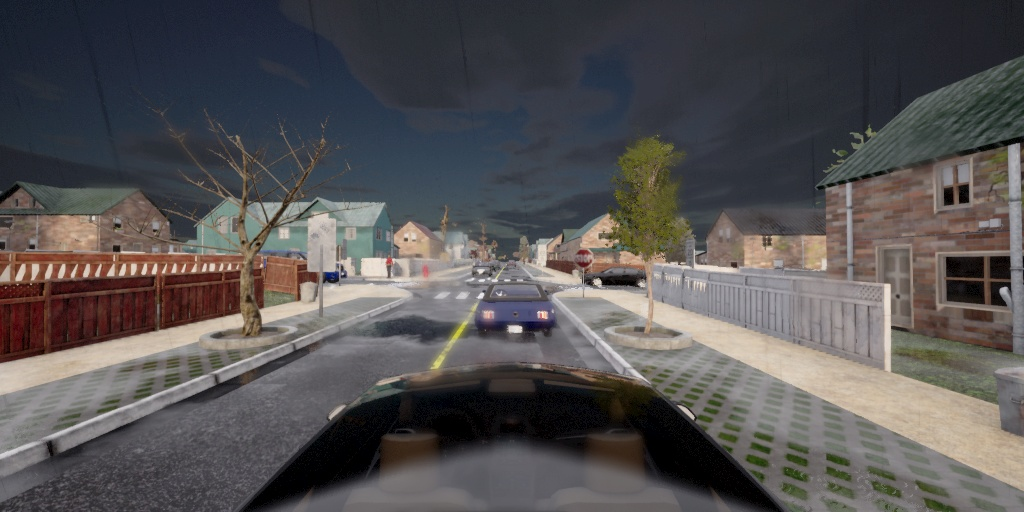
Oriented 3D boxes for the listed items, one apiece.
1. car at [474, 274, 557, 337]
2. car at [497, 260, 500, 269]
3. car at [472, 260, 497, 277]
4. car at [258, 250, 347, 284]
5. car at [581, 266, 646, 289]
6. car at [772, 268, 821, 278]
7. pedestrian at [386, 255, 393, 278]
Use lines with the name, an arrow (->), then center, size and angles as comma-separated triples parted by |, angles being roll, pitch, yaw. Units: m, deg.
car -> 0.081, 1.355, 10.239 | 1.895, 1.301, 4.718 | 0, 0, 0
car -> -2.933, 1.422, 47.018 | 1.895, 1.301, 4.718 | 0, 0, 0
car -> -2.915, 1.283, 35.874 | 2.128, 1.511, 4.902 | 0, 0, 0
car -> -13.368, 0.697, 22.423 | 5.566, 2.045, 2.150 | 1, -1, -1
car -> 7.440, 1.469, 25.379 | 5.008, 1.535, 1.882 | 1, -1, 0
car -> 19.143, 1.607, 25.398 | 4.553, 1.767, 2.097 | 1, -1, 0
pedestrian -> -9.682, 0.796, 28.264 | 0.375, 1.860, 0.375 | 0, -2, 0
